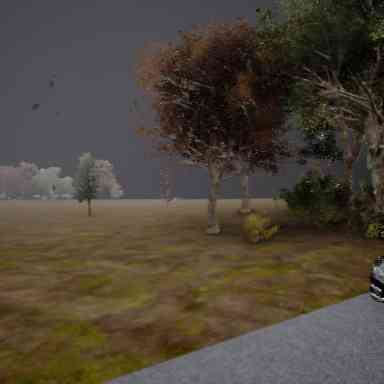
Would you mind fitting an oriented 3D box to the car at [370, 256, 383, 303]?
[{"bbox_3d":[5.593,1.417,6.809,4.902,1.511,2.128,-1,1,-34],"label":"car"}]
